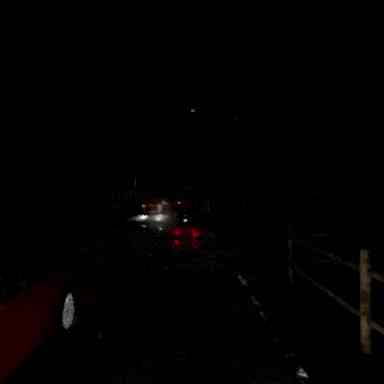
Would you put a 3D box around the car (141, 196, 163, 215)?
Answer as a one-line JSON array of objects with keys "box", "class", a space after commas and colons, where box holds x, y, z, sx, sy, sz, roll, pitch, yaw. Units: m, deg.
[{"box": [-4.099, 1.391, 34.715, 2.097, 1.767, 4.553, 0, 0, -4], "class": "car"}]

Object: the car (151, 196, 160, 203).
[{"box": [-8.309, 1.589, 75.134, 1.837, 1.490, 4.892, 0, 0, -8], "class": "car"}]

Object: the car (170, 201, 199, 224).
[{"box": [-0.563, 1.632, 24.905, 1.895, 1.301, 4.718, 0, 0, -3], "class": "car"}]

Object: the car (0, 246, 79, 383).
[{"box": [-2.906, 1.483, 3.917, 1.882, 1.535, 5.008, 0, 0, -1], "class": "car"}]

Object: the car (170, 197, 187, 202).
[{"box": [-1.721, 1.410, 42.296, 2.097, 1.767, 4.553, 0, 0, -4], "class": "car"}]
